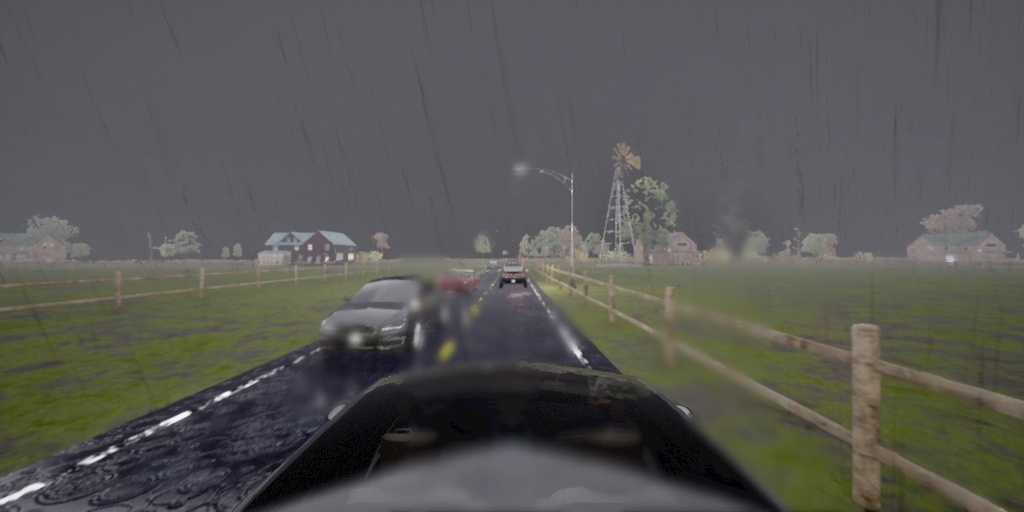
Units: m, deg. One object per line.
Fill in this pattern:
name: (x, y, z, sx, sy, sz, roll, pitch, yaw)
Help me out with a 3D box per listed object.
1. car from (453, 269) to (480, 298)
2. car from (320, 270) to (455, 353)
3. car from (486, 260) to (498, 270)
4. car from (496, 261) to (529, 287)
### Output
car: (-2.809, 1.382, 18.906, 1.895, 1.301, 4.718, 0, 0, 0)
car: (-2.833, 1.269, 8.960, 1.837, 1.490, 4.892, 0, 0, 0)
car: (-2.813, 1.362, 54.644, 1.812, 1.442, 4.674, 0, 0, 0)
car: (0.091, 1.298, 24.671, 1.837, 1.490, 4.892, 0, 0, 0)
